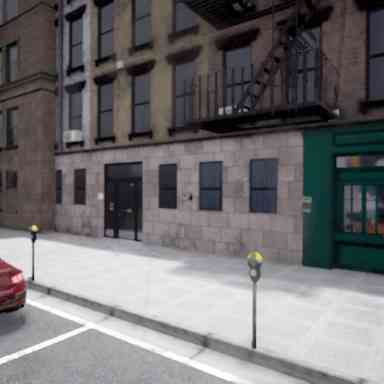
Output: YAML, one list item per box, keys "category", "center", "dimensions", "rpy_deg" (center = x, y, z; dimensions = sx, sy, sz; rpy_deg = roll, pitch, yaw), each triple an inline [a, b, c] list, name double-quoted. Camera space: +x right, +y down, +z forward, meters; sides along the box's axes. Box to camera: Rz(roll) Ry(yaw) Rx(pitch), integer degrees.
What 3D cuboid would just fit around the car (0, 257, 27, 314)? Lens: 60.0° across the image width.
- category: "car"
  center: [-4.701, 1.531, 6.187]
  dimensions: [4.206, 1.307, 1.802]
  rpy_deg: [0, 0, 36]
